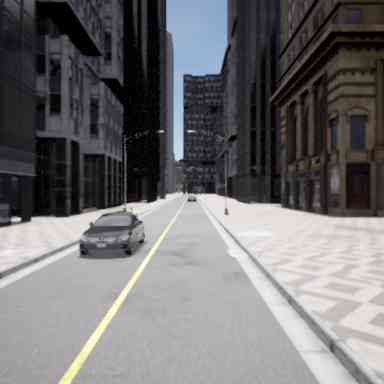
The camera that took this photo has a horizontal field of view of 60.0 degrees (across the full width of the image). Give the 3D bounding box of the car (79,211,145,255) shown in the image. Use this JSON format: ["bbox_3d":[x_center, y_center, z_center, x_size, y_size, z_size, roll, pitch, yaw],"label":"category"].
[{"bbox_3d":[-3.008,1.535,13.402,1.812,1.442,4.674,0,0,0],"label":"car"}]

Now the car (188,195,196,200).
[{"bbox_3d":[-0.001,1.304,80.722,1.895,1.301,4.718,0,0,0],"label":"car"}]

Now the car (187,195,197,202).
[{"bbox_3d":[0.000,1.464,70.687,1.994,1.385,4.181,0,0,0],"label":"car"}]
